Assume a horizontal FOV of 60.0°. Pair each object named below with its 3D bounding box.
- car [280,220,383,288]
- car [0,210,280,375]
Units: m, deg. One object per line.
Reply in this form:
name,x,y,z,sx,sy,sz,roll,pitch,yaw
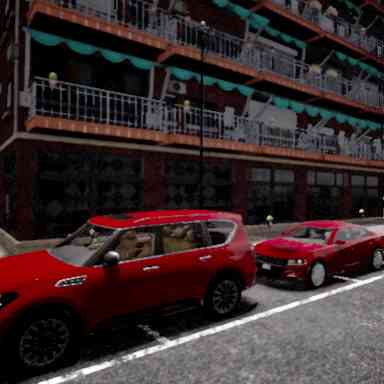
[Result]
car,3.589,1.490,9.100,4.507,1.381,1.887,0,1,-35
car,-1.048,1.299,5.789,5.009,1.841,2.192,0,1,-35
